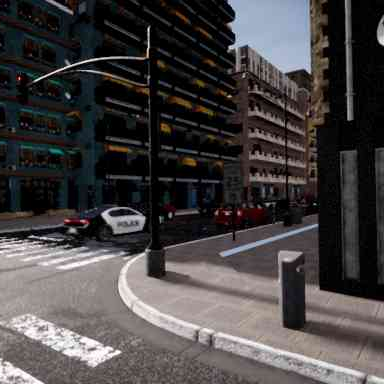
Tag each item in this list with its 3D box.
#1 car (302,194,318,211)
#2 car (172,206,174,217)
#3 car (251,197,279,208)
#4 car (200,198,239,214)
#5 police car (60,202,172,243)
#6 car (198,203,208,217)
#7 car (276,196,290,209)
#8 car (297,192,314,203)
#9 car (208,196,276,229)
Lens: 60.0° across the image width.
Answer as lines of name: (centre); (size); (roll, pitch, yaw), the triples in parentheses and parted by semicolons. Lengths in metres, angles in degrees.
car: (12.973, 1.195, 33.501); (1.947, 1.339, 4.313); (-1, 0, 36)
car: (-3.534, 1.402, 20.658); (1.837, 1.490, 4.892); (-1, 0, 36)
car: (9.528, 1.310, 43.010); (1.947, 1.339, 4.313); (-1, 0, 36)
car: (2.865, 1.383, 33.847); (2.008, 1.369, 4.403); (-1, 0, 36)
police car: (-3.446, 1.372, 15.502); (2.038, 1.542, 4.974); (-1, -1, 36)
car: (2.403, 1.322, 28.819); (1.837, 1.490, 4.892); (-1, 0, 36)
car: (9.883, 1.208, 39.077); (2.128, 1.511, 4.902); (-1, 0, 36)
car: (19.518, 0.930, 56.754); (2.192, 1.841, 5.009); (-1, 0, 36)
car: (3.069, 1.200, 19.694); (1.967, 1.590, 4.097); (-1, 0, 36)
